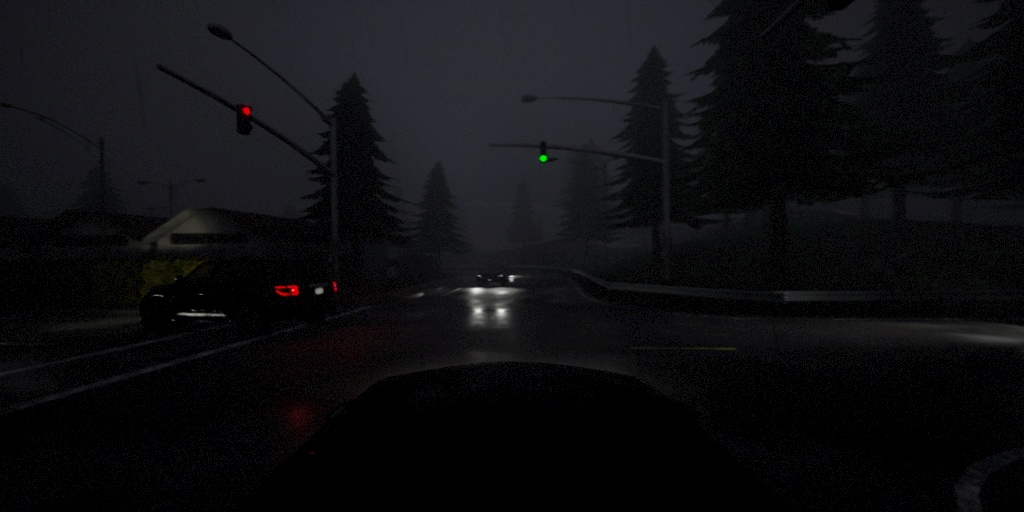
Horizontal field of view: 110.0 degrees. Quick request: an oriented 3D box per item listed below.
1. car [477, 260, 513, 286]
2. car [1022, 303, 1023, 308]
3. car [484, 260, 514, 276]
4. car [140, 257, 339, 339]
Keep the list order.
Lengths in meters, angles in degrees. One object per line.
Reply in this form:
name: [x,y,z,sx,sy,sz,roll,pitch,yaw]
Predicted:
car: [-1.217,1.219,24.827,1.812,1.442,4.674,-1,0,5]
car: [15.456,1.107,8.281,4.718,1.301,1.895,-1,0,5]
car: [-1.418,1.184,36.856,1.812,1.442,4.674,-1,0,-19]
car: [-7.817,1.077,10.428,5.566,2.045,2.150,-1,-1,15]
